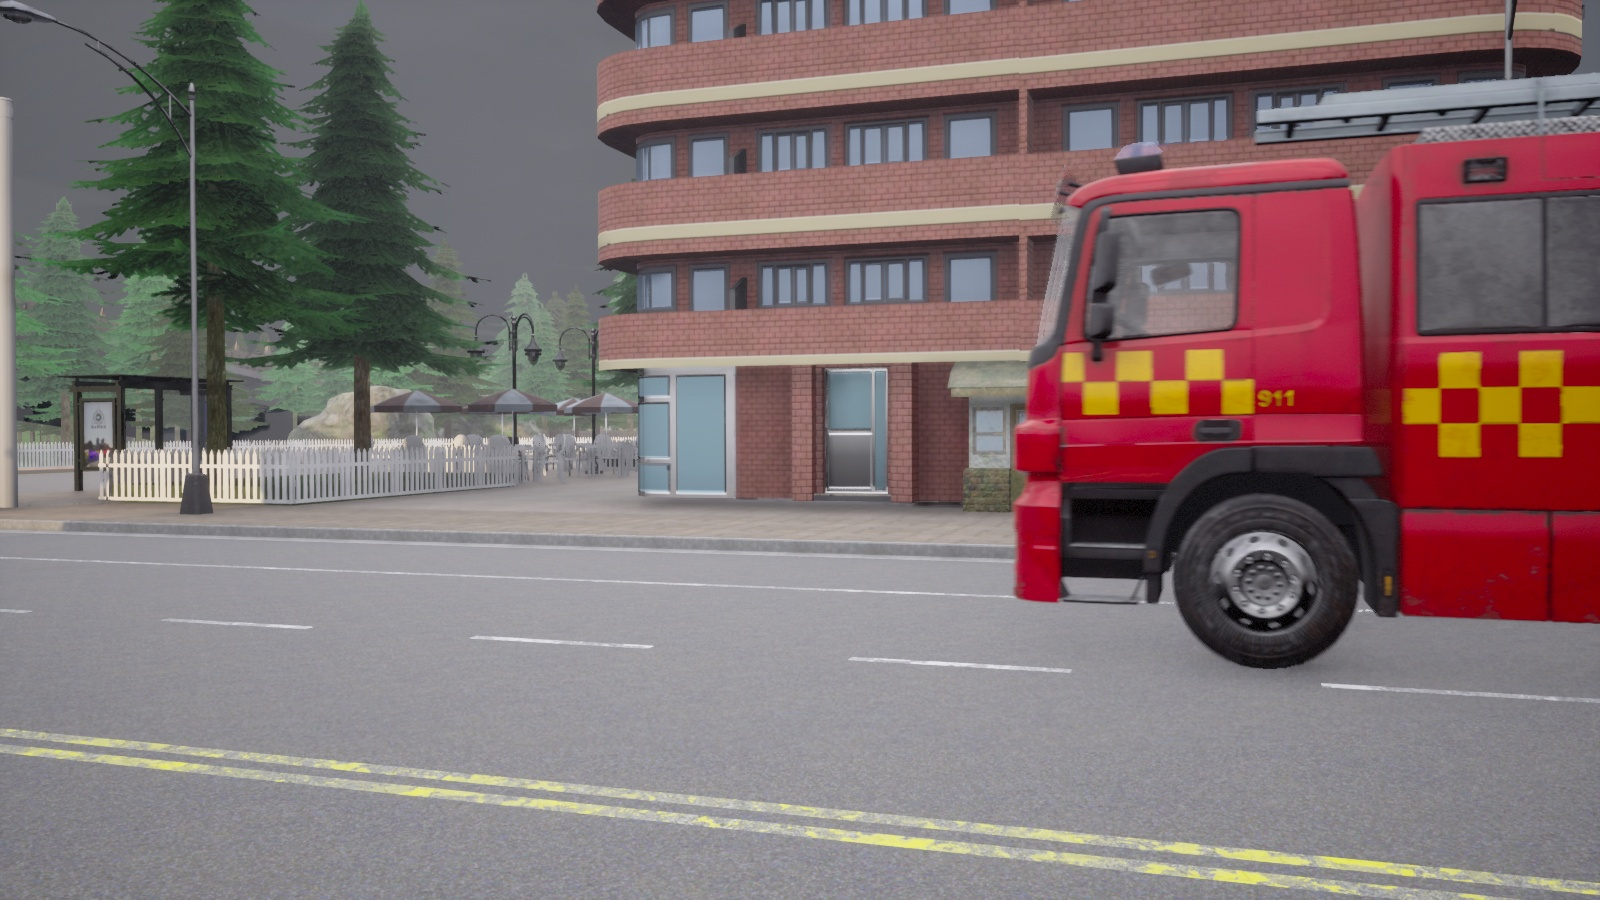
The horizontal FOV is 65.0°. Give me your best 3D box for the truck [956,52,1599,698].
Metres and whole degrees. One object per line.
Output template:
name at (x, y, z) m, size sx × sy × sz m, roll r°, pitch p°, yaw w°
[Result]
truck at (5.560, -0.456, 8.691) m, size 8.468 × 3.827 × 2.891 m, roll 1°, pitch 1°, yaw 19°
